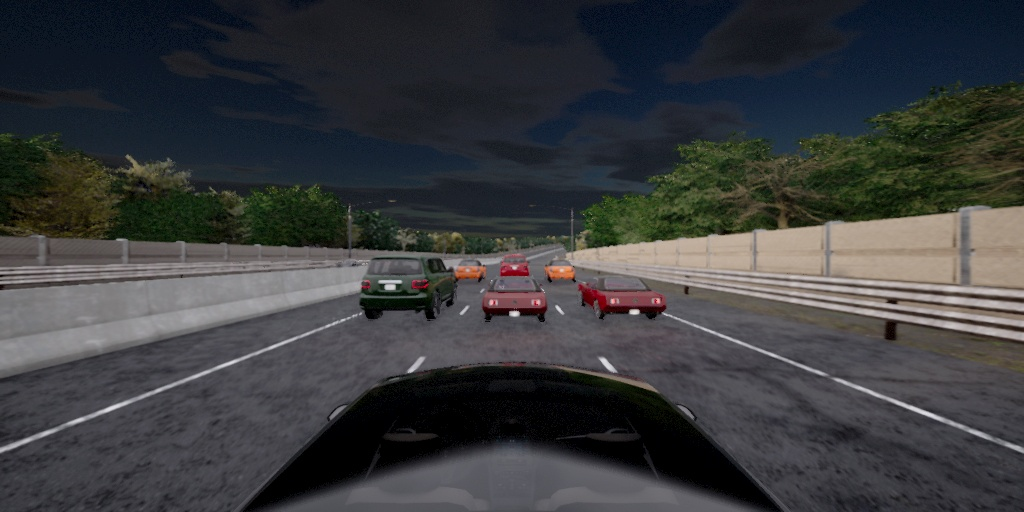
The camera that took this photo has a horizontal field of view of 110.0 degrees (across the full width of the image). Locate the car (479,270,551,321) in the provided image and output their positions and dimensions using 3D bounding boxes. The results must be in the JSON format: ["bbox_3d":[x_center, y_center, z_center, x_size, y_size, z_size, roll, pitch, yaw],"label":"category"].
[{"bbox_3d":[0.093,1.350,12.378,1.895,1.301,4.718,0,0,0],"label":"car"}]

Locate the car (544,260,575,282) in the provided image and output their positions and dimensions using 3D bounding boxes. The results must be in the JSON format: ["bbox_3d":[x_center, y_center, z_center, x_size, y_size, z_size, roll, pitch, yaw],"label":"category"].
[{"bbox_3d":[3.746,1.093,28.804,2.097,1.767,4.553,0,0,1],"label":"car"}]

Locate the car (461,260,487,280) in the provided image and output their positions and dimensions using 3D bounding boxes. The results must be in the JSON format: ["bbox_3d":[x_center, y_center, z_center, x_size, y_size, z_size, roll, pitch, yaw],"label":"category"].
[{"bbox_3d":[-3.254,1.090,28.868,2.097,1.767,4.553,0,0,1],"label":"car"}]

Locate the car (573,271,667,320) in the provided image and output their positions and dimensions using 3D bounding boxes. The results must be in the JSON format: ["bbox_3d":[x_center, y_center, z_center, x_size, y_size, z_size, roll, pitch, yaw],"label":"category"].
[{"bbox_3d":[3.595,1.350,12.692,1.895,1.301,4.718,0,0,0],"label":"car"}]

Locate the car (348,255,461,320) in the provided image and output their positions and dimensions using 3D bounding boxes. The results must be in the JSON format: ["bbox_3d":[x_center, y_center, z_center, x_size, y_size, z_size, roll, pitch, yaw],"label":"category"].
[{"bbox_3d":[-3.404,0.970,12.755,2.150,2.045,5.566,0,0,0],"label":"car"}]

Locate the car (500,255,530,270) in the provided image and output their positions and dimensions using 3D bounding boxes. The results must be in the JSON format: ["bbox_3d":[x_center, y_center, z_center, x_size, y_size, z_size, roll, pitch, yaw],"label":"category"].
[{"bbox_3d":[0.234,0.960,28.286,2.150,2.045,5.566,0,0,1],"label":"car"}]

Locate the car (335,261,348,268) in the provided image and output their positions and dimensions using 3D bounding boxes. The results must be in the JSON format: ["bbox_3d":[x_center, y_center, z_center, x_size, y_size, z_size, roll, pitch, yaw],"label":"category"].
[{"bbox_3d":[-20.553,1.288,45.365,1.994,1.385,4.181,0,0,2],"label":"car"}]

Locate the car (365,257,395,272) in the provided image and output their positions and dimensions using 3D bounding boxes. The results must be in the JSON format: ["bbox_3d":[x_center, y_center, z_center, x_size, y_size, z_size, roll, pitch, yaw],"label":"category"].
[{"bbox_3d":[-17.016,1.078,46.417,2.097,1.767,4.553,0,0,2],"label":"car"}]
